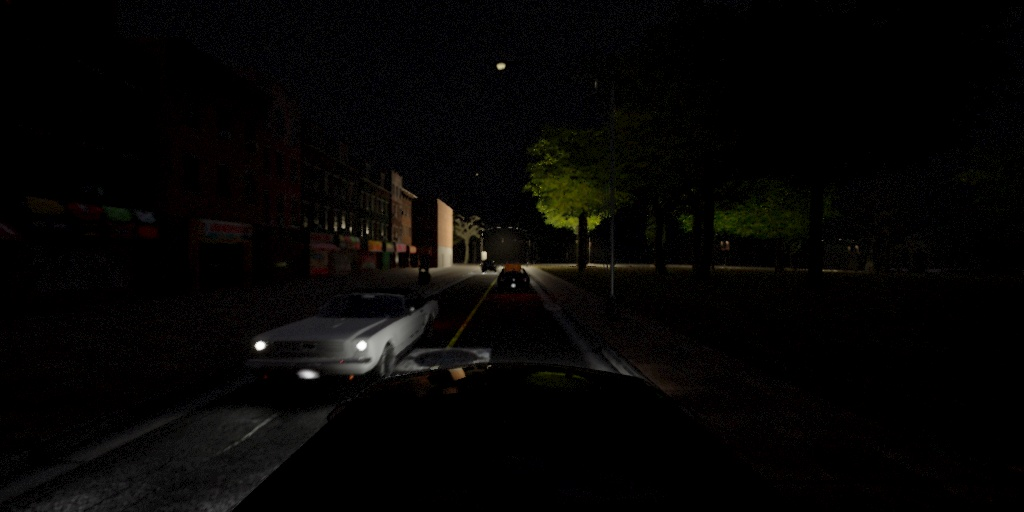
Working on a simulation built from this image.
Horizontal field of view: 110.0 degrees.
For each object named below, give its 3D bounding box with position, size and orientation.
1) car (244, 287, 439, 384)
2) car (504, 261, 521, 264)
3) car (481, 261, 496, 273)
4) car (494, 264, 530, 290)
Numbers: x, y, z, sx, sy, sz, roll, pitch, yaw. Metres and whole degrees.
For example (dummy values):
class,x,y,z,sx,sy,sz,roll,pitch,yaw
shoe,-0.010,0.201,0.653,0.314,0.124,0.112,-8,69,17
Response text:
class,x,y,z,sx,sy,sz,roll,pitch,yaw
car,-2.843,1.355,7.218,1.895,1.301,4.718,0,0,0
car,0.076,1.282,42.494,1.882,1.535,5.008,0,0,0
car,-2.853,1.367,45.683,2.033,1.411,5.357,0,0,0
car,0.088,1.363,22.229,1.895,1.301,4.718,0,0,0
